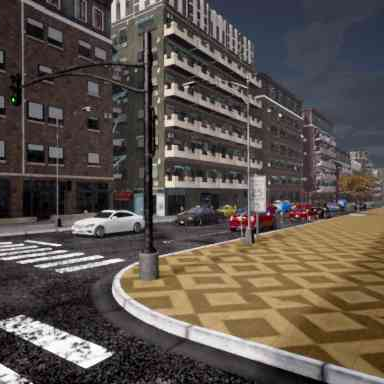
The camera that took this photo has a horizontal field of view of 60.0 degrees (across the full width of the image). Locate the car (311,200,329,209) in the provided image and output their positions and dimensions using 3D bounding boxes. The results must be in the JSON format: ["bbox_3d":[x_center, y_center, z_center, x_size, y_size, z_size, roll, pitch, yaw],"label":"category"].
[{"bbox_3d":[26.434,2.499,68.636,2.192,1.841,5.009,-2,-2,35],"label":"car"}]

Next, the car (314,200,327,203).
[{"bbox_3d":[17.696,2.265,46.034,1.837,1.490,4.892,-1,-1,35],"label":"car"}]

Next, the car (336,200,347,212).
[{"bbox_3d":[23.507,2.467,54.370,2.033,1.411,5.357,-1,-1,36],"label":"car"}]

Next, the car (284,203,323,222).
[{"bbox_3d":[10.619,2.031,31.449,1.887,1.381,4.507,-2,-2,35],"label":"car"}]

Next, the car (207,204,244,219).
[{"bbox_3d":[3.703,2.089,36.064,1.752,1.417,4.829,-2,-2,35],"label":"car"}]

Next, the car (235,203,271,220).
[{"bbox_3d":[6.573,2.037,35.670,1.882,1.535,5.008,-1,-1,35],"label":"car"}]

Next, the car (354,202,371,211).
[{"bbox_3d":[30.022,2.582,59.241,1.947,1.339,4.313,-2,-2,35],"label":"car"}]

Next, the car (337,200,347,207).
[{"bbox_3d":[39.273,2.880,87.103,1.690,1.788,3.998,-2,-2,35],"label":"car"}]

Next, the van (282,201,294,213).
[{"bbox_3d":[13.499,2.172,50.106,1.690,1.788,3.998,-2,-2,35],"label":"van"}]

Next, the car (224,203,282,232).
[{"bbox_3d":[4.151,1.750,22.187,1.967,1.590,4.097,-2,-2,35],"label":"car"}]

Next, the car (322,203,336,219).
[{"bbox_3d":[13.854,2.140,36.080,1.947,1.339,4.313,-2,-2,35],"label":"car"}]

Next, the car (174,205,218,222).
[{"bbox_3d":[0.469,2.000,31.432,1.752,1.417,4.829,-2,-2,35],"label":"car"}]

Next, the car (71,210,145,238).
[{"bbox_3d":[-4.739,1.776,19.467,1.812,1.442,4.674,-1,-1,34],"label":"car"}]

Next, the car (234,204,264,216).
[{"bbox_3d":[7.034,2.220,40.835,1.947,1.339,4.313,-2,-2,35],"label":"car"}]

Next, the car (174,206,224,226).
[{"bbox_3d":[0.787,1.949,27.395,2.033,1.411,5.357,-1,-1,35],"label":"car"}]

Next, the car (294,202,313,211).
[{"bbox_3d":[19.969,2.552,59.365,1.887,1.381,4.507,-2,-2,35],"label":"car"}]

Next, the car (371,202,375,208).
[{"bbox_3d":[36.490,2.743,68.506,2.008,1.369,4.403,-2,-2,35],"label":"car"}]

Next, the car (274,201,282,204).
[{"bbox_3d":[10.267,2.287,45.468,1.887,1.381,4.507,-2,-2,35],"label":"car"}]
